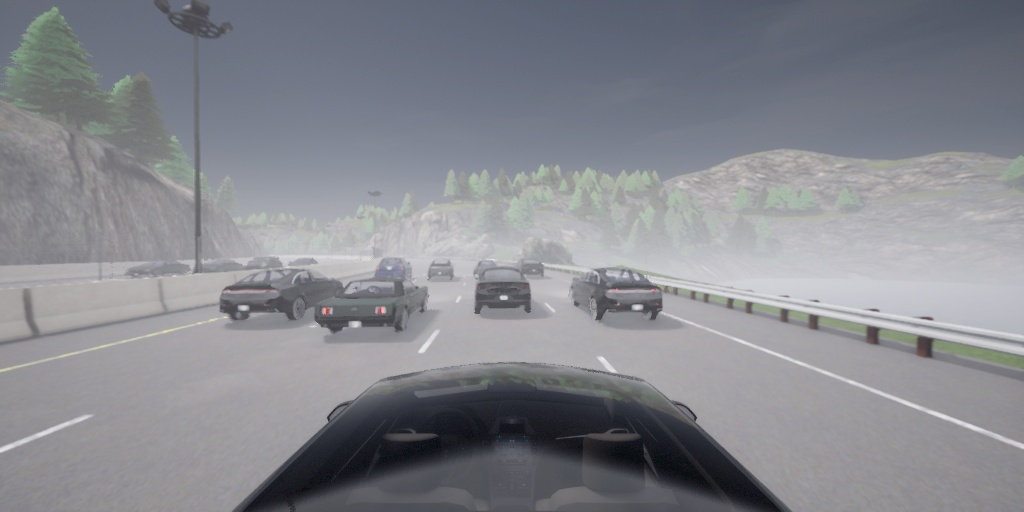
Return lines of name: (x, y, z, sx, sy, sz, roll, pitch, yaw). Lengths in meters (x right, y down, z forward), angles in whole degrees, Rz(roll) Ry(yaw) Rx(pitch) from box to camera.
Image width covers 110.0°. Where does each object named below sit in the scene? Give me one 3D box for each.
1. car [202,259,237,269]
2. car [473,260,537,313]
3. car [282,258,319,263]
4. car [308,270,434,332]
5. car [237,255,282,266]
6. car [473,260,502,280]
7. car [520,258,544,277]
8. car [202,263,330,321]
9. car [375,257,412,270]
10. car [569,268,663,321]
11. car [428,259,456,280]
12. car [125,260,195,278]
car: (-28.075, 1.043, 34.550, 2.033, 1.411, 5.357, 0, 1, -11)
car: (-0.407, 1.106, 13.502, 1.882, 1.535, 5.008, 0, 1, -4)
car: (-21.491, 0.952, 37.130, 1.837, 1.490, 4.892, 0, 1, -12)
car: (-3.728, 1.271, 10.510, 1.895, 1.301, 4.718, 0, 1, -3)
car: (-24.811, 0.823, 35.876, 2.097, 1.767, 4.553, 0, 1, -12)
car: (-2.059, 1.036, 28.891, 1.994, 1.385, 4.181, 0, 1, -8)
car: (1.330, 0.928, 29.919, 1.882, 1.535, 5.008, 0, 1, -8)
car: (-7.321, 1.157, 12.024, 2.128, 1.511, 4.902, 0, 1, -3)
car: (-8.896, 0.863, 27.265, 2.097, 1.767, 4.553, 0, 1, -8)
car: (3.199, 1.125, 11.887, 2.128, 1.511, 4.902, 0, 1, -3)
car: (-5.437, 0.986, 27.812, 2.128, 1.511, 4.902, 0, 1, -8)
car: (-31.083, 1.081, 31.787, 2.033, 1.411, 5.357, 0, 1, -11)
